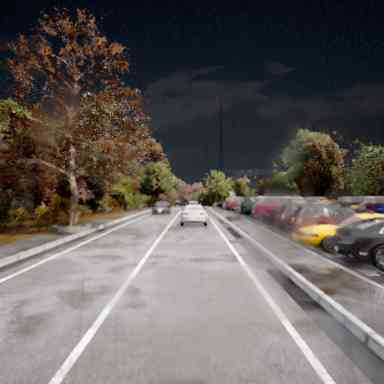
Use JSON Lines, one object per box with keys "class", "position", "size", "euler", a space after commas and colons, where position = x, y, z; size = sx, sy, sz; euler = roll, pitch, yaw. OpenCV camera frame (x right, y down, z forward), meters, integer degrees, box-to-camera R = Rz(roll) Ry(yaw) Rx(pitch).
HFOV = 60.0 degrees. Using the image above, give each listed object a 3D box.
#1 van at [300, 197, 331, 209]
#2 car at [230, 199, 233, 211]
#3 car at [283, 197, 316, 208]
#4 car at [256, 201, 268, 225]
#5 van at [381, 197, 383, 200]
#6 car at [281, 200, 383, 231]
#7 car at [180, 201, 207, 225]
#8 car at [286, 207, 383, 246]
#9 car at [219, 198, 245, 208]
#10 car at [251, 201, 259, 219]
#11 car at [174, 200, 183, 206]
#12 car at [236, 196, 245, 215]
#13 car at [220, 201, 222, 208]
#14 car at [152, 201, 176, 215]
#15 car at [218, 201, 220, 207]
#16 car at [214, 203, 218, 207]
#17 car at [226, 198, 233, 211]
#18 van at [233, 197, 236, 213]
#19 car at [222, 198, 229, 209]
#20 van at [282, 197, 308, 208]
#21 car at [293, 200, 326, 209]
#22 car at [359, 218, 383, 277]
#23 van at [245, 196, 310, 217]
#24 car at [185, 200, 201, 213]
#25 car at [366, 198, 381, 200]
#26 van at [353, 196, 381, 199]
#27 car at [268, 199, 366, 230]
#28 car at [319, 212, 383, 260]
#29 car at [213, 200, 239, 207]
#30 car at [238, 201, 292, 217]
{"class": "van", "position": [20.360, 1.846, 54.801], "size": [4.442, 1.987, 1.878], "euler": [0, -1, 0]}
{"class": "car", "position": [7.119, 1.791, 38.384], "size": [4.674, 1.452, 2.002], "euler": [0, -1, 0]}
{"class": "car", "position": [20.294, 1.991, 63.108], "size": [5.566, 2.045, 2.435], "euler": [0, -2, 0]}
{"class": "car", "position": [7.064, 1.573, 21.749], "size": [5.008, 1.535, 2.097], "euler": [0, 0, 0]}
{"class": "van", "position": [20.056, 1.375, 30.024], "size": [4.442, 1.987, 1.878], "euler": [0, -1, 0]}
{"class": "car", "position": [7.023, 1.428, 16.197], "size": [4.553, 1.767, 2.185], "euler": [0, 0, 0]}
{"class": "car", "position": [0.126, 1.649, 24.741], "size": [1.812, 1.442, 4.674], "euler": [0, 0, 0]}
{"class": "car", "position": [6.861, 1.541, 13.421], "size": [5.366, 1.575, 1.946], "euler": [0, 0, 0]}
{"class": "car", "position": [7.211, 2.064, 60.588], "size": [4.553, 1.767, 2.185], "euler": [0, -1, 0]}
{"class": "car", "position": [7.080, 1.623, 24.525], "size": [4.674, 1.452, 2.002], "euler": [0, 0, 0]}
{"class": "car", "position": [-3.110, 2.601, 78.547], "size": [1.895, 1.301, 4.718], "euler": [0, -2, 0]}
{"class": "car", "position": [7.122, 1.352, 30.078], "size": [5.566, 2.045, 2.435], "euler": [0, 0, 0]}
{"class": "car", "position": [7.158, 2.064, 52.262], "size": [4.674, 1.452, 2.002], "euler": [0, -1, 0]}
{"class": "car", "position": [-3.300, 1.759, 36.843], "size": [2.128, 1.511, 4.902], "euler": [0, -1, 0]}
{"class": "car", "position": [7.193, 2.108, 55.037], "size": [4.792, 1.488, 2.163], "euler": [0, -1, 0]}
{"class": "car", "position": [7.143, 1.882, 57.819], "size": [5.566, 2.045, 2.435], "euler": [0, -1, 0]}
{"class": "car", "position": [7.095, 1.835, 41.161], "size": [4.792, 1.488, 2.163], "euler": [0, -1, 0]}
{"class": "van", "position": [6.992, 1.471, 35.614], "size": [4.442, 1.987, 1.878], "euler": [0, -1, 0]}
{"class": "car", "position": [7.146, 1.915, 46.711], "size": [5.008, 1.535, 2.097], "euler": [0, -1, 0]}
{"class": "van", "position": [20.392, 2.090, 65.998], "size": [4.442, 1.987, 1.878], "euler": [0, -1, 0]}
{"class": "car", "position": [20.244, 2.127, 57.567], "size": [4.892, 1.521, 2.231], "euler": [0, -1, 0]}
{"class": "car", "position": [7.037, 1.525, 7.868], "size": [4.892, 1.521, 2.231], "euler": [0, 0, 0]}
{"class": "van", "position": [6.969, 1.367, 27.302], "size": [4.442, 1.987, 1.878], "euler": [0, 0, 0]}
{"class": "car", "position": [0.158, 1.833, 42.476], "size": [1.882, 1.535, 5.008], "euler": [0, -1, 0]}
{"class": "car", "position": [20.185, 1.636, 32.640], "size": [5.008, 1.535, 2.097], "euler": [0, -1, 0]}
{"class": "van", "position": [20.071, 1.465, 35.415], "size": [4.442, 1.987, 1.878], "euler": [0, -1, 0]}
{"class": "car", "position": [7.031, 1.438, 18.973], "size": [4.553, 1.767, 2.185], "euler": [0, 0, 0]}
{"class": "car", "position": [7.032, 1.535, 10.644], "size": [4.892, 1.521, 2.231], "euler": [0, 0, 0]}
{"class": "car", "position": [7.017, 2.397, 68.901], "size": [5.366, 1.575, 1.946], "euler": [0, -2, 0]}
{"class": "car", "position": [7.130, 1.672, 32.827], "size": [4.792, 1.488, 2.163], "euler": [0, -1, 0]}
